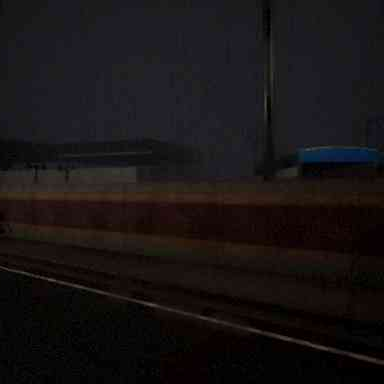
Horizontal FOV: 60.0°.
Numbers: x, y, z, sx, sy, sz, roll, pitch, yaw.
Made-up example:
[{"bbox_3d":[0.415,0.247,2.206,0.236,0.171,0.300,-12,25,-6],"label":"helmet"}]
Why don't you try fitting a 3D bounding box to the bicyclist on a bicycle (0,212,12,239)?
[{"bbox_3d":[-8.673,1.291,14.472,0.582,1.620,1.656,0,0,34],"label":"bicyclist on a bicycle"}]
